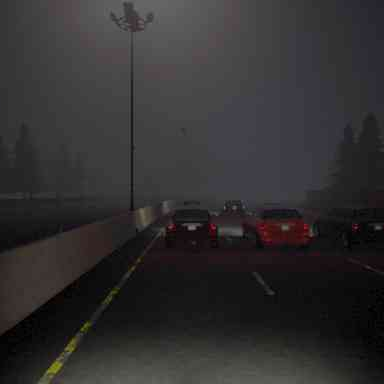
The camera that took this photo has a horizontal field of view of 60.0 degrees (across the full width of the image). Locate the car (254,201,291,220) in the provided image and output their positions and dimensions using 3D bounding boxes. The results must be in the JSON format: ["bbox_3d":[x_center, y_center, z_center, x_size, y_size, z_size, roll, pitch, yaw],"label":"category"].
[{"bbox_3d":[7.000,1.563,29.650,2.033,1.411,5.357,0,0,0],"label":"car"}]

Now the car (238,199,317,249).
[{"bbox_3d":[3.500,1.366,14.620,2.097,1.767,4.553,0,0,0],"label":"car"}]

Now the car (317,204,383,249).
[{"bbox_3d":[7.000,1.366,14.620,2.097,1.767,4.553,0,0,0],"label":"car"}]

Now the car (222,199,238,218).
[{"bbox_3d":[3.500,1.366,29.620,2.097,1.767,4.553,0,0,0],"label":"car"}]

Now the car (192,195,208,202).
[{"bbox_3d":[1.911,1.448,79.585,1.882,1.535,5.008,0,0,26],"label":"car"}]

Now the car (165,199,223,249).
[{"bbox_3d":[0.000,1.366,14.620,2.097,1.767,4.553,0,0,0],"label":"car"}]
